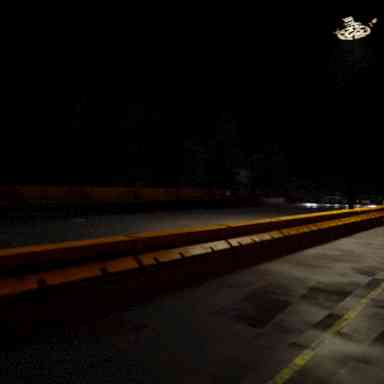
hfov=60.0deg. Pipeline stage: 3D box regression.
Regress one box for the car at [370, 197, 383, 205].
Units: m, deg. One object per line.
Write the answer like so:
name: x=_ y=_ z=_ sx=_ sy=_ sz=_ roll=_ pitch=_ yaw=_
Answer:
car: x=32.497 y=1.571 z=58.517 sx=2.128 sy=1.511 sz=4.902 roll=1 pitch=0 yaw=30

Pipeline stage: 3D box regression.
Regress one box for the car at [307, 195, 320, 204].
car: x=23.240 y=1.416 z=63.454 sx=2.128 sy=1.511 sz=4.902 roll=1 pitch=1 yaw=30

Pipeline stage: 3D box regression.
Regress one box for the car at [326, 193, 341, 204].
car: x=26.412 y=1.191 z=61.899 sx=2.150 sy=2.045 sz=5.566 roll=1 pitch=1 yaw=30

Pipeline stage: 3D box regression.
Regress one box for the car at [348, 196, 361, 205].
car: x=29.364 y=1.523 z=60.071 sx=1.837 sy=1.490 sz=4.892 roll=1 pitch=1 yaw=30
